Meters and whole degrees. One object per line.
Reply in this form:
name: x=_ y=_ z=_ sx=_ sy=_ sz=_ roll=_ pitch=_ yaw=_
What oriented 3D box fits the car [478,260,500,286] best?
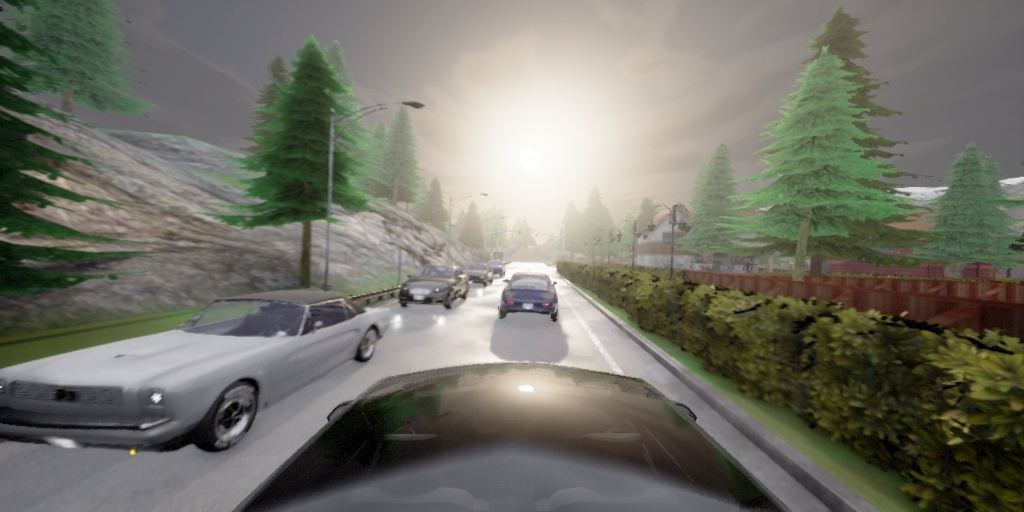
car: x=-2.323 y=1.180 z=24.207 sx=2.033 sy=1.411 sz=5.357 roll=2 pitch=0 yaw=4

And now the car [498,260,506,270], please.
car: x=-1.666 y=1.116 z=34.211 sx=1.882 sy=1.535 sz=5.008 roll=2 pitch=0 yaw=4

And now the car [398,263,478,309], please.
car: x=-2.938 y=1.119 z=14.388 sx=2.128 sy=1.511 sz=4.902 roll=2 pitch=0 yaw=4

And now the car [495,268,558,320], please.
car: x=0.627 y=1.282 z=12.659 sx=1.812 sy=1.442 sz=4.674 roll=2 pitch=0 yaw=4

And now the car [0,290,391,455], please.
car: x=-3.520 y=1.223 z=5.136 sx=1.895 sy=1.301 sz=4.718 roll=2 pitch=0 yaw=4
